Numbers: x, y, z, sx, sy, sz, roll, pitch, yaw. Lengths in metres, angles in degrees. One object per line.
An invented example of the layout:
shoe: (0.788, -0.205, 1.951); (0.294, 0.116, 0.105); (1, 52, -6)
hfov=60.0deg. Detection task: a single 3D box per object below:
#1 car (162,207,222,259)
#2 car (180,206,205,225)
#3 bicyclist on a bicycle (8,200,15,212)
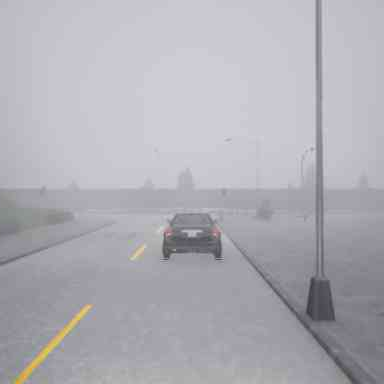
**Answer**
car: (0.023, 1.498, 13.413); (2.097, 1.767, 4.553); (0, -1, 1)
car: (0.106, 1.909, 28.227); (1.895, 1.301, 4.718); (0, -1, 3)
bicyclist on a bicycle: (-24.032, 1.832, 44.250); (0.582, 1.620, 1.656); (0, 0, 0)
